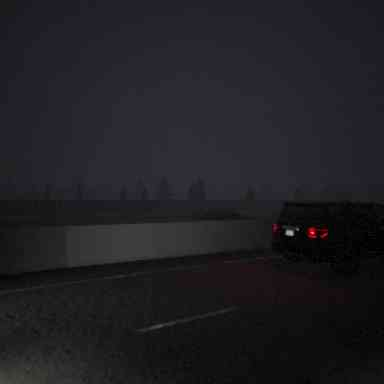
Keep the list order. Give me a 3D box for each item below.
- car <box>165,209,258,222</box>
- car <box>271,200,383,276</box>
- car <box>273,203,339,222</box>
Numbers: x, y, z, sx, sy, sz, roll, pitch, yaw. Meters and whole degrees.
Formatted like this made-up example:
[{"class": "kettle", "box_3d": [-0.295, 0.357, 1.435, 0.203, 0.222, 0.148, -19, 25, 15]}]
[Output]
[{"class": "car", "box_3d": [0.955, 1.591, 16.706, 5.357, 1.411, 2.033, 1, 0, -29]}, {"class": "car", "box_3d": [5.142, 1.293, 10.786, 5.566, 2.045, 2.150, 1, 0, -29]}, {"class": "car", "box_3d": [9.828, 1.705, 28.628, 5.357, 1.411, 2.033, 1, 0, -22]}]
